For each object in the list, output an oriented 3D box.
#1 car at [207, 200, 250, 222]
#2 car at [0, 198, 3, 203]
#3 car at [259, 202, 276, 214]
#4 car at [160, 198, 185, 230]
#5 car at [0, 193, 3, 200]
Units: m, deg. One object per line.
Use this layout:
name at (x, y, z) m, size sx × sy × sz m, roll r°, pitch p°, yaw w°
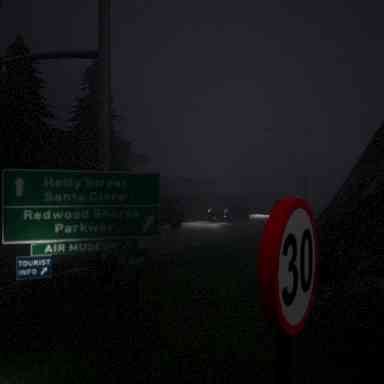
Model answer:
car at (3.212, 1.544, 28.891) m, size 2.097 × 1.767 × 4.553 m, roll 0°, pitch 0°, yaw 36°
car at (-12.364, 1.505, 26.061) m, size 1.905 × 1.878 × 3.866 m, roll 0°, pitch 0°, yaw 35°
car at (9.086, 1.756, 36.945) m, size 1.994 × 1.385 × 4.181 m, roll 0°, pitch 0°, yaw 36°
car at (-2.678, 1.414, 20.798) m, size 2.150 × 2.045 × 5.566 m, roll 0°, pitch 0°, yaw 36°
car at (-38.552, 1.490, 70.011) m, size 4.514 × 1.523 × 2.007 m, roll 0°, pitch 0°, yaw 35°
